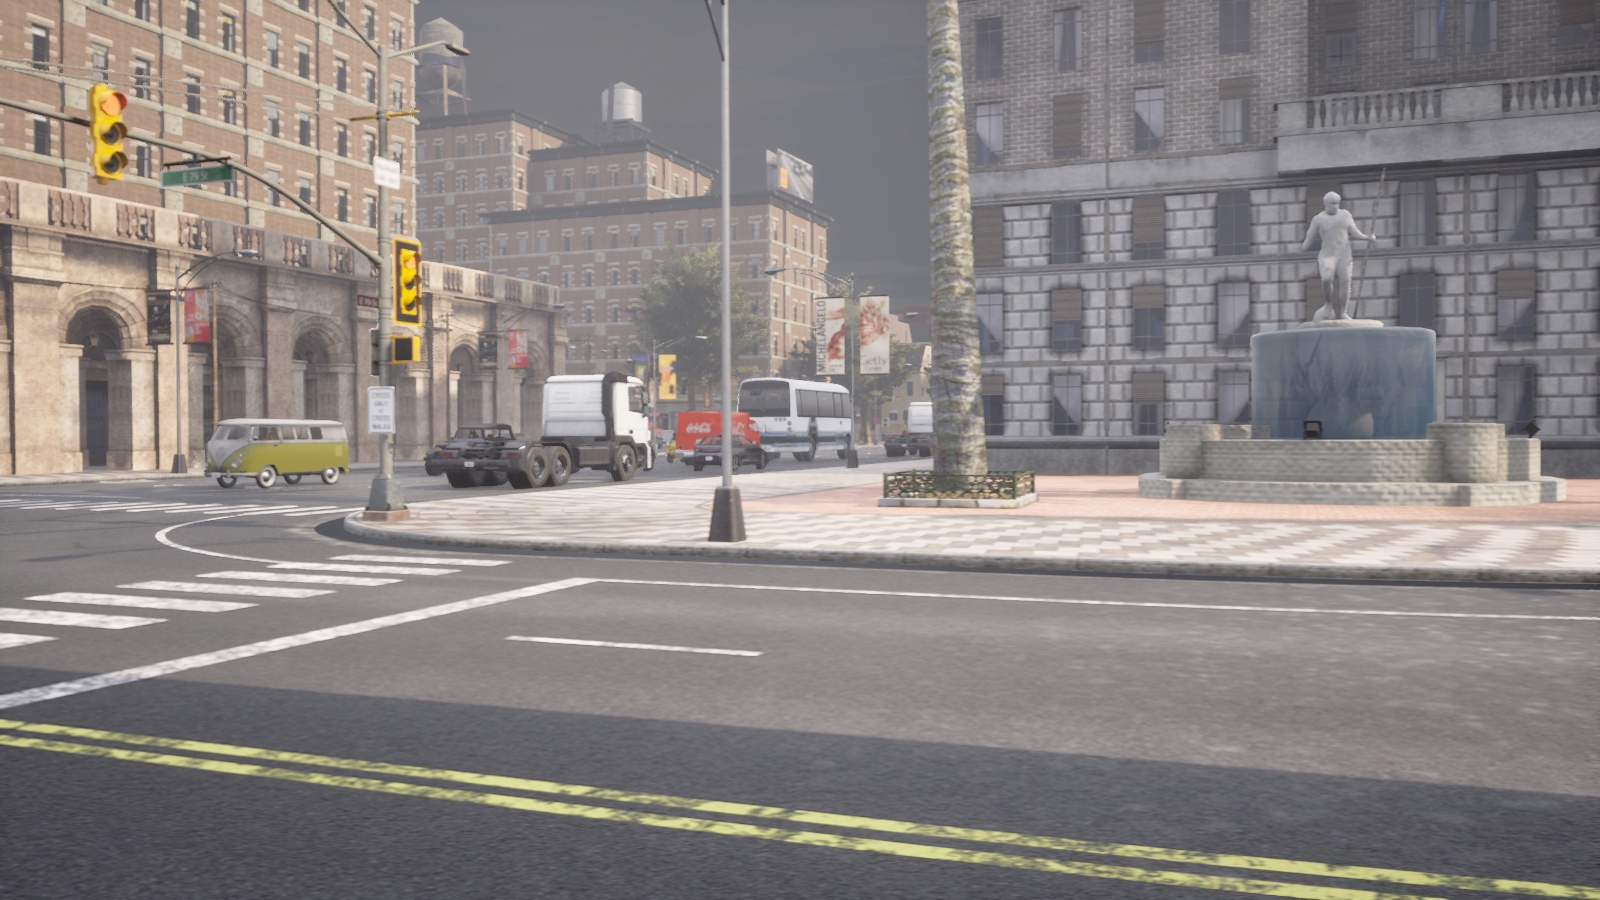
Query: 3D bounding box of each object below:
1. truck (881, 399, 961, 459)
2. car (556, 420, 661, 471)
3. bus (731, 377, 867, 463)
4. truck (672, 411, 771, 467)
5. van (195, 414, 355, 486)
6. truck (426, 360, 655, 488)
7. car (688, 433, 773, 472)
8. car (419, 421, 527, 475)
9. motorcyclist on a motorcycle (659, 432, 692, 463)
[{"bbox_3d":[7.577,-1.297,77.372,2.891,3.462,7.936,1,1,21],"label":"truck"},{"bbox_3d":[-7.287,-0.117,48.280,1.932,1.855,4.605,1,-1,21],"label":"car"},{"bbox_3d":[0.177,-1.571,67.705,3.944,4.253,10.273,1,1,21],"label":"bus"},{"bbox_3d":[-3.541,-0.544,57.924,2.627,2.467,5.204,1,1,21],"label":"truck"},{"bbox_3d":[-15.403,-0.033,37.103,1.775,1.987,4.442,1,1,22],"label":"van"},{"bbox_3d":[-7.563,-0.755,37.996,2.891,3.462,7.936,1,1,22],"label":"truck"},{"bbox_3d":[-2.730,0.071,50.344,1.816,1.474,4.193,1,1,21],"label":"car"},{"bbox_3d":[-11.919,-0.115,46.021,1.905,1.878,3.866,1,1,22],"label":"car"},{"bbox_3d":[-6.058,-0.136,61.197,0.797,1.523,2.044,0,1,21],"label":"motorcyclist on a motorcycle"}]
